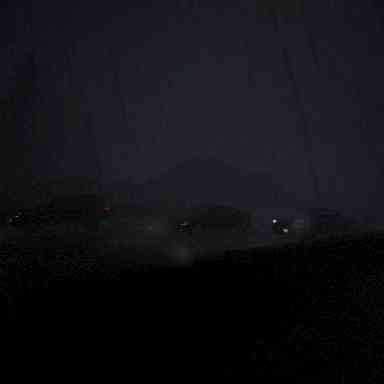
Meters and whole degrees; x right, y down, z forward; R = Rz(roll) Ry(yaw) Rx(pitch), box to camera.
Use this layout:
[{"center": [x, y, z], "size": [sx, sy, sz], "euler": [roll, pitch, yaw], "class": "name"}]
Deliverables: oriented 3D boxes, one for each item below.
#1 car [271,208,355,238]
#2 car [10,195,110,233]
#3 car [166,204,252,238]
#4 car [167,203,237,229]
[{"center": [6.243, 1.506, 17.033], "size": [4.718, 1.301, 1.895], "euler": [0, 0, -35], "class": "car"}, {"center": [-7.759, 1.189, 19.955], "size": [5.566, 2.045, 2.150], "euler": [0, 0, -36], "class": "car"}, {"center": [0.980, 1.409, 17.585], "size": [5.008, 1.535, 1.882], "euler": [-1, 0, -35], "class": "car"}, {"center": [0.677, 1.481, 21.665], "size": [4.181, 1.385, 1.994], "euler": [0, 0, -35], "class": "car"}]
